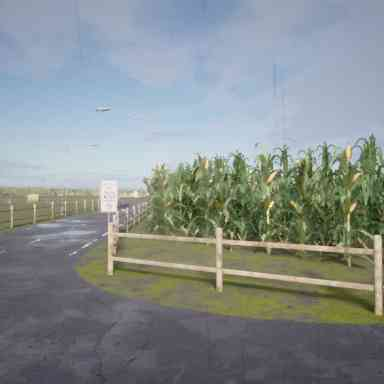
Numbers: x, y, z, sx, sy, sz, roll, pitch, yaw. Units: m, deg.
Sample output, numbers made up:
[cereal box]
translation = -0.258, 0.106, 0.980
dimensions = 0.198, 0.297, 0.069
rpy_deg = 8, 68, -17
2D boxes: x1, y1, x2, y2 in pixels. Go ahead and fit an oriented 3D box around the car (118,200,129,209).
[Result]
[car]
translation = -11.071, 1.876, 52.077
dimensions = 1.994, 1.385, 4.181
rpy_deg = 1, 0, -4
